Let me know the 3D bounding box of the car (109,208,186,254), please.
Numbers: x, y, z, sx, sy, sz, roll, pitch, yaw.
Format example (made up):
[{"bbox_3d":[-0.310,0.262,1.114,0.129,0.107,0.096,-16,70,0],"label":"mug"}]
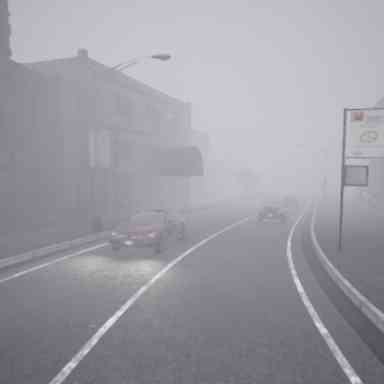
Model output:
[{"bbox_3d":[-1.508,1.381,13.138,1.812,1.442,4.674,1,1,14],"label":"car"}]

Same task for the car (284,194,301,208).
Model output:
[{"bbox_3d":[11.876,1.035,39.772,1.882,1.535,5.008,2,2,21],"label":"car"}]

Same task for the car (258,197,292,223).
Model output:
[{"bbox_3d":[5.991,1.357,24.199,1.812,1.442,4.674,2,1,20],"label":"car"}]
